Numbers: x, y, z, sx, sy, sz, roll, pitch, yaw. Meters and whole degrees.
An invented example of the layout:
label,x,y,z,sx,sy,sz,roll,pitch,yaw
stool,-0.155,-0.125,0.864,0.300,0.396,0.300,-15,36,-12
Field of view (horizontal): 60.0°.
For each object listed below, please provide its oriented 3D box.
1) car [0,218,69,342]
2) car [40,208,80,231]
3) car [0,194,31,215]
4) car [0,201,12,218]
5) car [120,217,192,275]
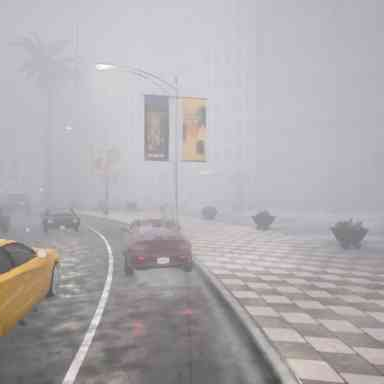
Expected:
label,x,y,z,sx,sy,sz,roll,pitch,yaw
car,-3.615,1.474,5.382,1.882,1.535,5.008,0,0,-8
car,-7.970,1.593,19.843,1.895,1.301,4.718,0,0,-27
car,-17.868,1.206,32.796,5.566,2.045,2.150,0,0,42
car,-11.545,1.495,19.094,1.837,1.490,4.892,0,0,-28
car,-1.227,1.524,10.446,1.812,1.442,4.674,0,0,-13
